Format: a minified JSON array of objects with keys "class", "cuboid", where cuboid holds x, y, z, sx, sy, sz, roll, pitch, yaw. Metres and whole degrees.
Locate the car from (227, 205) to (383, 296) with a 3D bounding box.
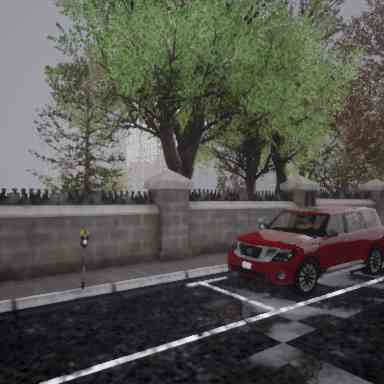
[{"class":"car","cuboid":[3.267,1.316,8.867,5.009,1.841,2.192,0,1,-35]}]
